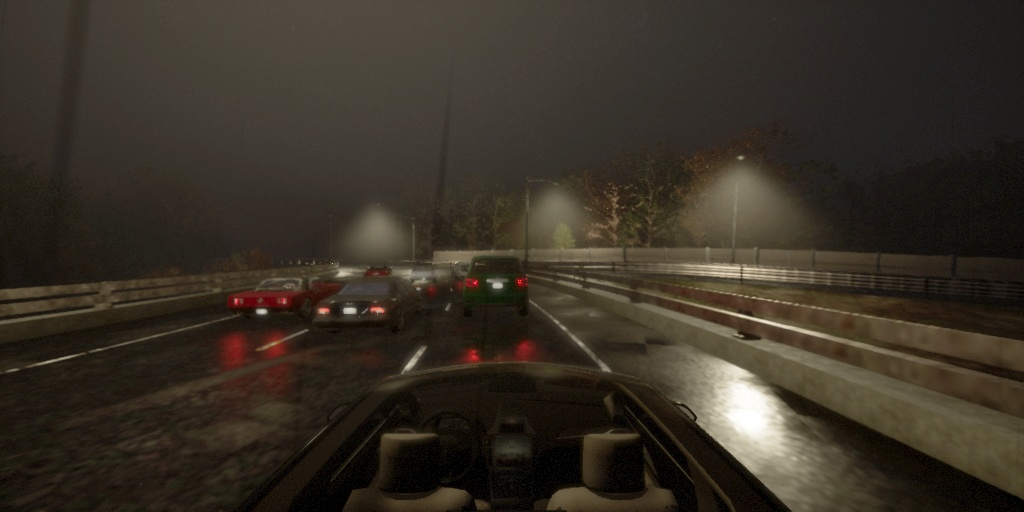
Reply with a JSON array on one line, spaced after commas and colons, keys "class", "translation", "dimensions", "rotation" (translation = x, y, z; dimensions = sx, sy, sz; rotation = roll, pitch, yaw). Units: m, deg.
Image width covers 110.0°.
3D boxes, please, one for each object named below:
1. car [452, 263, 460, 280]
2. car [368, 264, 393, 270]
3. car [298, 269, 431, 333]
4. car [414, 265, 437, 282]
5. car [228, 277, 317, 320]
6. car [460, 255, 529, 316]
[{"class": "car", "translation": [-4.196, 1.285, 31.584], "dimensions": [1.812, 1.442, 4.674], "rotation": [0, 0, -14]}, {"class": "car", "translation": [-10.921, 1.352, 29.669], "dimensions": [1.994, 1.385, 4.181], "rotation": [0, 0, -15]}, {"class": "car", "translation": [-3.949, 1.312, 10.800], "dimensions": [2.033, 1.411, 5.357], "rotation": [0, 0, -5]}, {"class": "car", "translation": [-7.012, 1.373, 28.528], "dimensions": [1.895, 1.301, 4.718], "rotation": [0, 0, -14]}, {"class": "car", "translation": [-7.691, 1.380, 12.896], "dimensions": [1.895, 1.301, 4.718], "rotation": [0, 0, -6]}, {"class": "car", "translation": [-0.723, 0.974, 13.571], "dimensions": [2.150, 2.045, 5.566], "rotation": [0, 0, -6]}]
